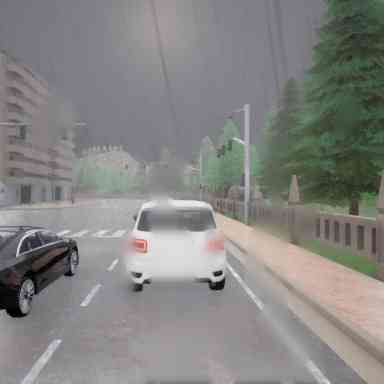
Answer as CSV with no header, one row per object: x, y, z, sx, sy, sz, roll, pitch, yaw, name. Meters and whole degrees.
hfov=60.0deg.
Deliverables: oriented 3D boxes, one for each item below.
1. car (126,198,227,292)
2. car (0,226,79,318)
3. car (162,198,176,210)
-0.464,1.221,9.130,2.150,2.045,5.566,0,0,-4,car
-3.958,1.492,7.355,2.128,1.511,4.902,0,0,-3,car
-3.096,1.526,44.370,1.812,1.442,4.674,0,0,-4,car
